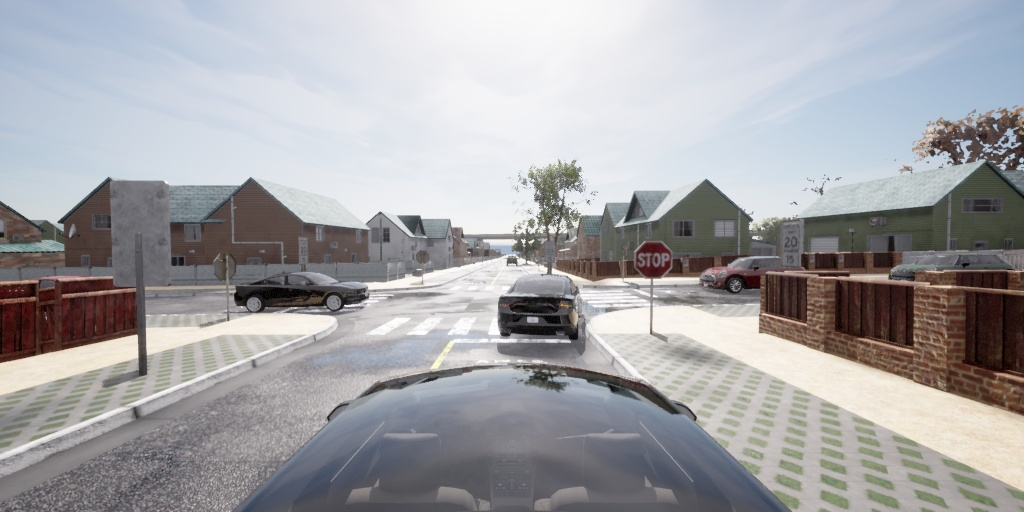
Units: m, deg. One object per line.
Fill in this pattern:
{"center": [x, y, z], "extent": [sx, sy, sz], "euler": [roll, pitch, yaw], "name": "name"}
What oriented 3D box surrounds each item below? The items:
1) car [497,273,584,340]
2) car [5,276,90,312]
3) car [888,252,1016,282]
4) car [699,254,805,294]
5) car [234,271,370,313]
{"center": [0.960, 1.224, 10.134], "extent": [1.882, 1.535, 5.008], "euler": [0, 0, 12], "name": "car"}
{"center": [-18.017, 1.547, 14.605], "extent": [5.008, 1.535, 1.882], "euler": [-1, 2, 0], "name": "car"}
{"center": [21.707, 0.646, 17.808], "extent": [4.553, 1.767, 2.097], "euler": [-1, 2, 0], "name": "car"}
{"center": [11.812, 0.821, 17.740], "extent": [4.553, 1.767, 2.097], "euler": [-1, 2, 0], "name": "car"}
{"center": [-8.464, 1.377, 14.664], "extent": [5.008, 1.535, 1.882], "euler": [-1, 2, 0], "name": "car"}
